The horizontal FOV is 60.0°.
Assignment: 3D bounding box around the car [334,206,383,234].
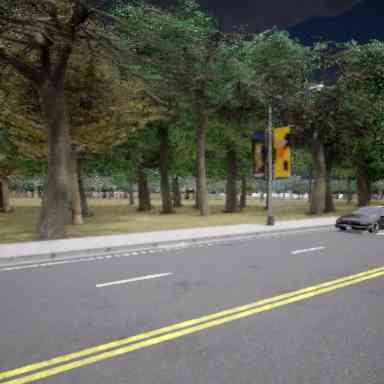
[{"bbox_3d":[10.427,1.500,19.101,5.357,1.411,2.033,0,0,-35],"label":"car"}]
